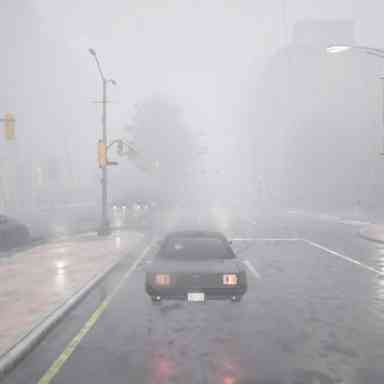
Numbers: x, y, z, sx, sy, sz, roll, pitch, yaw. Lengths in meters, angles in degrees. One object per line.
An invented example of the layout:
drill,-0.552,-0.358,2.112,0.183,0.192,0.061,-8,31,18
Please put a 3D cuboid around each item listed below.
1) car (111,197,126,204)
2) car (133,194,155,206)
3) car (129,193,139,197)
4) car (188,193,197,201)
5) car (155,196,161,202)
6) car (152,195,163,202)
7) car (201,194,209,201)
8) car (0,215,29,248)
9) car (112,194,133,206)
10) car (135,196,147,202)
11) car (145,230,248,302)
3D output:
car,-14.723,1.595,66.869,1.895,1.301,4.718,0,0,0
car,-8.066,1.547,56.559,2.033,1.411,5.357,0,0,0
car,-11.509,1.219,64.982,2.150,2.045,5.566,0,0,1
car,0.034,1.218,86.507,2.150,2.045,5.566,0,0,0
car,-7.998,1.563,66.563,1.994,1.385,4.181,0,0,0
car,-7.970,1.540,77.218,2.033,1.411,5.357,0,0,0
car,3.534,1.519,86.892,2.128,1.511,4.902,0,0,0
car,-8.096,1.564,12.779,1.994,1.385,4.181,0,0,0
car,-11.566,1.526,55.161,1.812,1.442,4.674,0,0,0
car,-11.470,1.552,75.232,1.994,1.385,4.181,0,0,0
car,0.078,1.601,8.209,1.895,1.301,4.718,0,0,0
